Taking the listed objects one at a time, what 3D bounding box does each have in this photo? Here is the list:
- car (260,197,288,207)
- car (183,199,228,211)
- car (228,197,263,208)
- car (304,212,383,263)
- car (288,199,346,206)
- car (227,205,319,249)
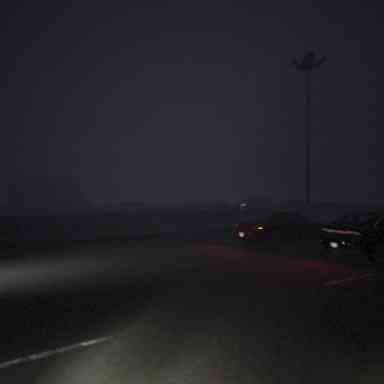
[{"bbox_3d":[9.548,1.483,33.350,4.674,1.442,1.812,0,0,-25],"label":"car"},{"bbox_3d":[1.741,1.487,37.347,5.357,1.411,2.033,0,0,-27],"label":"car"},{"bbox_3d":[6.625,1.301,35.812,4.553,1.767,2.097,0,0,-25],"label":"car"},{"bbox_3d":[6.663,1.480,11.905,4.902,1.511,2.128,0,0,-30],"label":"car"},{"bbox_3d":[11.814,1.513,30.586,5.357,1.411,2.033,0,0,-25],"label":"car"},{"bbox_3d":[3.944,1.507,14.384,4.674,1.442,1.812,0,0,-31],"label":"car"}]
